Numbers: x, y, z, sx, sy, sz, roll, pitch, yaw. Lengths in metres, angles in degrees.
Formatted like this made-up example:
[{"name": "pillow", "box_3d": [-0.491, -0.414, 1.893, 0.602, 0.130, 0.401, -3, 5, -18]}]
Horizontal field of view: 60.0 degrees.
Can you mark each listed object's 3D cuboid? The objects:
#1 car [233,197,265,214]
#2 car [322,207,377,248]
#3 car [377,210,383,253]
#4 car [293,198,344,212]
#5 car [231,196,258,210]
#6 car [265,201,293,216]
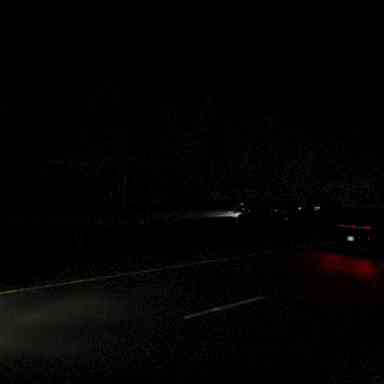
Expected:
[{"name": "car", "box_3d": [6.793, 1.534, 34.582, 4.181, 1.385, 1.994, 0, 0, -35]}, {"name": "car", "box_3d": [7.787, 1.494, 13.578, 4.902, 1.511, 2.128, 0, 0, -35]}, {"name": "car", "box_3d": [7.650, 1.230, 9.200, 5.566, 2.045, 2.150, 0, 0, -36]}, {"name": "car", "box_3d": [11.426, 1.339, 29.287, 4.553, 1.767, 2.097, 0, 0, -35]}, {"name": "car", "box_3d": [6.649, 1.316, 38.769, 4.553, 1.767, 2.097, 0, 0, -35]}, {"name": "car", "box_3d": [9.497, 1.543, 32.211, 4.181, 1.385, 1.994, 0, 0, -35]}]
